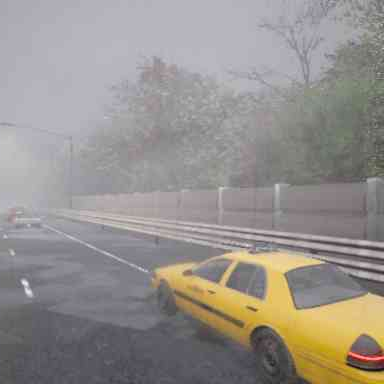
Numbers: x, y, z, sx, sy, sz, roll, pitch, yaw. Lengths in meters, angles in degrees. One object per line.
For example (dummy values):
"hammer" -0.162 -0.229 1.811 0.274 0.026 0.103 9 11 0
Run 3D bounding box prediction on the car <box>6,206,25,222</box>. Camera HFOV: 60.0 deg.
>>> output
"car" -19.845 2.417 37.727 2.097 1.767 4.553 1 -2 -31

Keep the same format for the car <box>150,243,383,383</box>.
"car" 1.007 1.642 5.672 1.801 1.575 5.366 1 -2 -31

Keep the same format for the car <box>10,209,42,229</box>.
"car" -13.992 2.399 28.144 1.895 1.301 4.718 1 -2 -31
